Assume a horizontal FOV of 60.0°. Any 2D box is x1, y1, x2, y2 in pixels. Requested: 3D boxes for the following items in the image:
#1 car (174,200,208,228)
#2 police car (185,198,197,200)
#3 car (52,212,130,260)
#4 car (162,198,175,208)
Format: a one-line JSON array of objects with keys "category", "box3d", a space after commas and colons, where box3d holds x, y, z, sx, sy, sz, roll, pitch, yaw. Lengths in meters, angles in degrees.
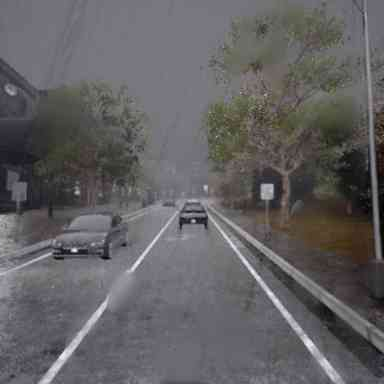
[{"category": "car", "box3d": [0.089, 1.572, 22.749, 2.128, 1.511, 4.902, 0, 0, 0]}, {"category": "police car", "box3d": [0.079, 1.573, 41.881, 1.930, 1.638, 5.238, 0, 0, 0]}, {"category": "car", "box3d": [-3.606, 1.549, 12.624, 1.837, 1.490, 4.892, 0, 0, 0]}, {"category": "car", "box3d": [-3.574, 1.734, 52.728, 2.033, 1.411, 5.357, 0, 0, 1]}]
